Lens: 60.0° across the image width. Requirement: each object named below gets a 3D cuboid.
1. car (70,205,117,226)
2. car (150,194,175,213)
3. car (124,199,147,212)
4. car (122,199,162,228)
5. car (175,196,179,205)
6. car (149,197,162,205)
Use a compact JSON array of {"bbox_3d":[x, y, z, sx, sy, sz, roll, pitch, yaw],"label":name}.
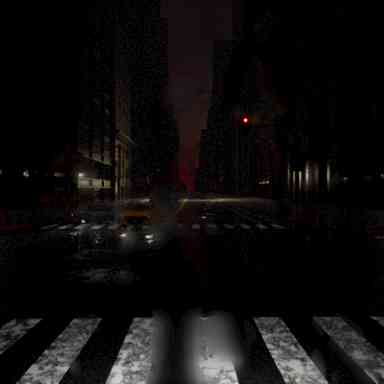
[{"bbox_3d":[-6.873,1.591,23.628,1.895,1.301,4.718,0,0,3],"label":"car"},{"bbox_3d":[-3.376,1.200,36.974,2.150,2.045,5.566,0,0,0],"label":"car"},{"bbox_3d":[-6.627,1.578,39.525,1.895,1.301,4.718,0,0,0],"label":"car"},{"bbox_3d":[-3.363,1.468,22.331,1.882,1.535,5.008,0,0,0],"label":"car"},{"bbox_3d":[-3.340,1.442,58.965,2.128,1.511,4.902,0,0,0],"label":"car"},{"bbox_3d":[-6.574,1.548,60.604,1.895,1.301,4.718,0,0,0],"label":"car"}]
